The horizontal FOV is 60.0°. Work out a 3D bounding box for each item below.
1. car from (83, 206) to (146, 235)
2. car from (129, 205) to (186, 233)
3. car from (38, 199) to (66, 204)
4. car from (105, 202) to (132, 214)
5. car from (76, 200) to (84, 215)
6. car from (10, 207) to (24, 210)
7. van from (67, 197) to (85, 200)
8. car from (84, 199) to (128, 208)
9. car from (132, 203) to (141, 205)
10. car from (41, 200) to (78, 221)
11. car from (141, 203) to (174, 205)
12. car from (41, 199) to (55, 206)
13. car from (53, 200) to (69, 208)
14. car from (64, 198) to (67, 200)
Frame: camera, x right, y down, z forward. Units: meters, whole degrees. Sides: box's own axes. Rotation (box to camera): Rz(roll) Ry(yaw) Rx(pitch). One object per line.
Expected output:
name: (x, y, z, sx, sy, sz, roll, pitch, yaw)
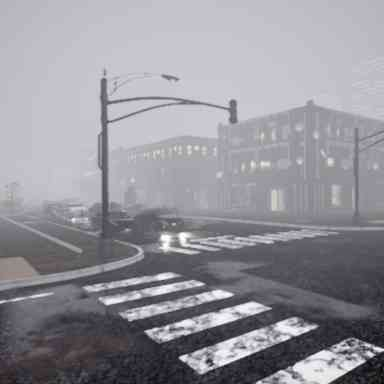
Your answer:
car: (-4.894, 1.801, 20.579, 1.947, 1.339, 4.313, -2, 0, -35)
car: (-2.208, 1.760, 21.492, 1.994, 1.385, 4.181, -1, 0, -35)
car: (-18.936, 2.060, 45.164, 2.033, 1.411, 5.357, -1, 0, -35)
car: (-9.189, 1.938, 41.332, 1.802, 1.307, 4.206, -2, 0, -35)
car: (-12.797, 1.924, 36.446, 1.812, 1.442, 4.674, -1, 0, -35)
car: (-28.735, 2.205, 54.404, 1.752, 1.417, 4.829, -2, 0, -35)
van: (-18.802, 1.873, 54.877, 1.690, 1.788, 3.998, -2, 0, -35)
car: (-7.329, 1.646, 28.712, 2.097, 1.767, 4.553, -1, 0, -35)
car: (-5.988, 1.877, 36.818, 1.802, 1.307, 4.206, -2, 0, -35)
car: (-12.826, 1.828, 31.967, 1.967, 1.590, 4.097, -2, 0, -35)
car: (-2.787, 1.785, 32.302, 2.008, 1.369, 4.403, -2, 0, -35)
car: (-31.605, 2.322, 72.937, 1.947, 1.339, 4.313, -2, 0, -35)
car: (-25.201, 2.189, 63.907, 1.887, 1.381, 4.507, -2, 0, -35)
car: (-22.005, 1.904, 59.391, 2.192, 1.841, 5.009, -2, 0, -35)
